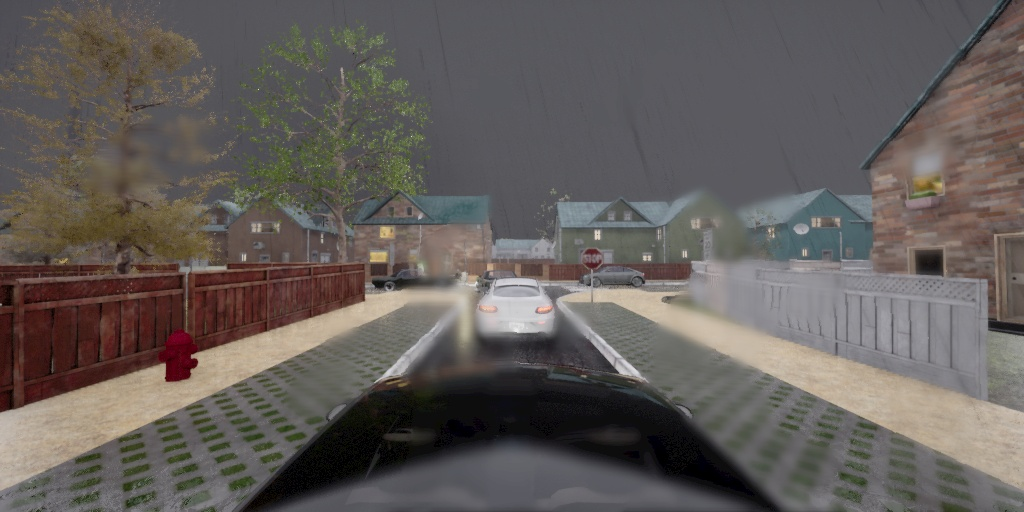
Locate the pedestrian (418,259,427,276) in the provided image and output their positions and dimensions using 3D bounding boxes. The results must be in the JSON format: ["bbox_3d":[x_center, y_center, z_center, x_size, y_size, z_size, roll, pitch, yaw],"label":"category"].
[{"bbox_3d":[-6.687,1.118,26.762,0.375,1.860,0.375,0,-1,1],"label":"pedestrian"}]

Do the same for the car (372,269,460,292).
[{"bbox_3d":[-5.471,1.416,20.876,4.718,1.301,1.895,-1,-1,1],"label":"car"}]

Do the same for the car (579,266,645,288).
[{"bbox_3d":[6.551,1.344,23.660,4.181,1.385,1.994,0,-1,1],"label":"car"}]

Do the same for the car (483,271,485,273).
[{"bbox_3d":[-0.747,1.366,18.489,1.895,1.301,4.718,0,-1,-12],"label":"car"}]

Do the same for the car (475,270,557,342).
[{"bbox_3d":[0.107,1.279,9.670,1.812,1.442,4.674,0,0,0],"label":"car"}]
